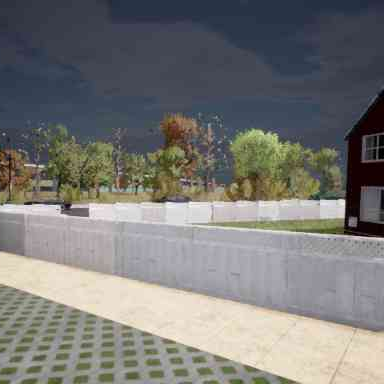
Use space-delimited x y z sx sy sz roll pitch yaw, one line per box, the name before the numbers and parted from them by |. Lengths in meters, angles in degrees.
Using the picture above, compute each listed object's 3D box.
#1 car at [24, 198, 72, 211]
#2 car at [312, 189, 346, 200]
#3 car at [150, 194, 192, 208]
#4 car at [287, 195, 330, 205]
car | -14.983 1.260 34.645 4.718 1.301 1.895 0 2 -18
car | 18.689 0.665 45.796 5.566 2.045 2.150 0 2 -18
car | -2.461 1.064 38.829 4.892 1.490 1.837 -2 3 -18
car | 10.794 1.361 32.782 4.674 1.442 1.812 0 2 -18
